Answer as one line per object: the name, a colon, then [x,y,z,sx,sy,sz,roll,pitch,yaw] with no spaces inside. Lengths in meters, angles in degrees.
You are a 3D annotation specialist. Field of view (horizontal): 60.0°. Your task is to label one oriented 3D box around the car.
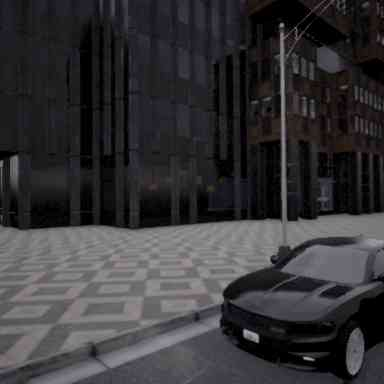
car: [2.642,1.558,5.840,5.008,1.535,1.882,0,-1,-40]
